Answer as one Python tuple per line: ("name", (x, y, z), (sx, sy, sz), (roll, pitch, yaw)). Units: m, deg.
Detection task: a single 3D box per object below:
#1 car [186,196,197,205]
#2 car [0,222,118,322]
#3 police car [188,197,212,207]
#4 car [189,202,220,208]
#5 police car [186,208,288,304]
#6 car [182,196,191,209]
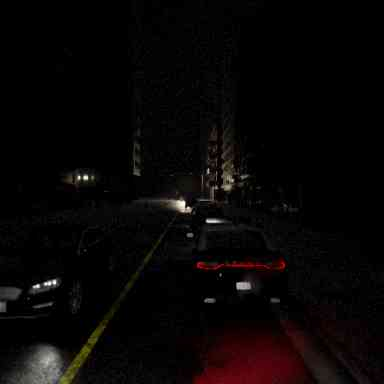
("car", (-0.053, 1.554, 59.832), (1.882, 1.535, 5.008), (0, 0, 0))
("car", (-3.008, 1.492, 7.527), (2.128, 1.511, 4.902), (0, 0, 0))
("police car", (0.878, 1.439, 24.360), (1.930, 1.638, 5.238), (0, 0, 0))
("car", (0.884, 1.513, 18.250), (1.837, 1.490, 4.892), (0, 0, 0))
("police car", (0.892, 1.427, 8.359), (1.930, 1.638, 5.238), (0, 0, 0))
("car", (-0.030, 1.547, 46.229), (1.837, 1.490, 4.892), (0, 0, 0))
